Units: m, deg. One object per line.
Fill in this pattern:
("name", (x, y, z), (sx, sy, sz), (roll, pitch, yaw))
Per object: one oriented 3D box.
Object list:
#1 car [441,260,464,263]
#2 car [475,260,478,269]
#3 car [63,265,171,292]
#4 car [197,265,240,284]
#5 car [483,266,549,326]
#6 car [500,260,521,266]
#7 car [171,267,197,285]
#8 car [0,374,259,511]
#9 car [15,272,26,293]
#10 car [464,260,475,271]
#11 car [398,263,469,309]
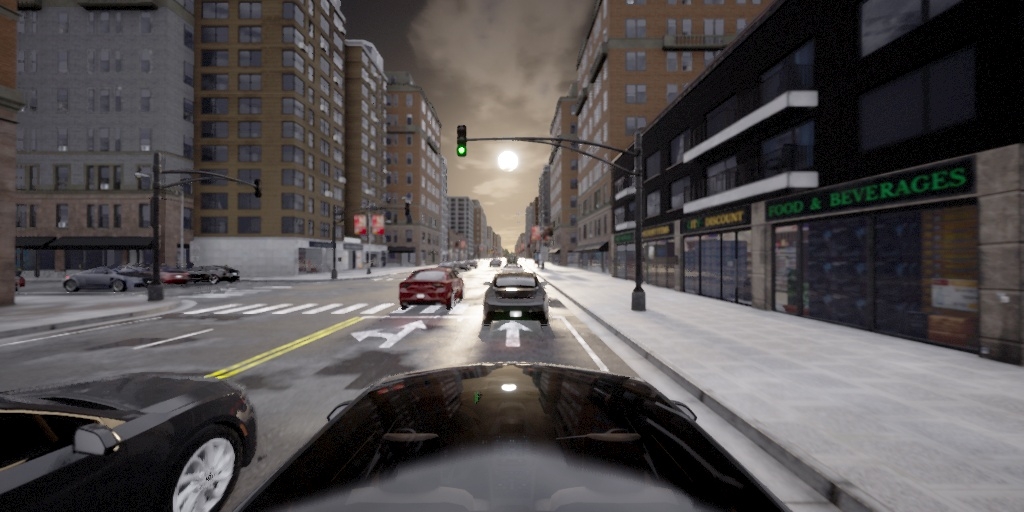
("car", (-6.590, 1.280, 36.651), (2.033, 1.411, 5.357), (0, 0, 0))
("car", (-6.486, 1.276, 57.602), (2.033, 1.411, 5.357), (0, 0, 0))
("car", (-22.629, 1.296, 20.469), (4.181, 1.385, 1.994), (0, 0, 0))
("car", (-22.143, 1.323, 25.948), (4.313, 1.339, 1.948), (0, 0, 0))
("car", (0.106, 1.248, 11.648), (1.837, 1.490, 4.892), (0, 0, 0))
("car", (0.108, 1.334, 33.610), (1.895, 1.301, 4.718), (0, 0, 0))
("car", (-23.701, 1.310, 23.391), (4.181, 1.385, 1.994), (0, 0, 1))
("car", (-3.141, 1.256, 1.159), (1.837, 1.490, 4.892), (0, 0, 0))
("car", (-27.843, 1.037, 17.950), (5.009, 1.841, 2.192), (0, 0, 0))
("car", (-6.564, 1.278, 47.103), (2.033, 1.411, 5.357), (0, 0, 1))
("car", (-3.147, 1.219, 14.844), (1.882, 1.535, 5.008), (0, 0, 0))
